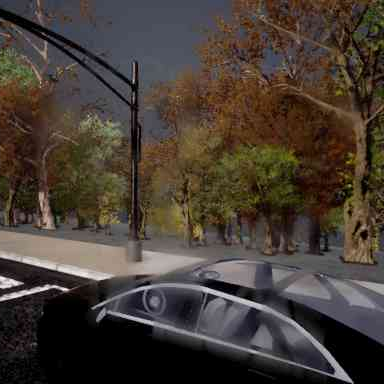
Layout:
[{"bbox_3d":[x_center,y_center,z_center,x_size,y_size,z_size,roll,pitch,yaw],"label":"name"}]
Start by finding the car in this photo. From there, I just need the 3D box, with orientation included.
[{"bbox_3d":[0.246,1.491,3.498,4.902,1.511,2.128,0,0,37],"label":"car"}]
